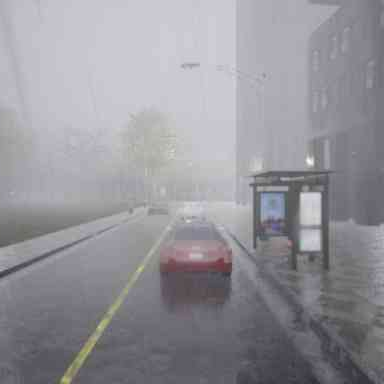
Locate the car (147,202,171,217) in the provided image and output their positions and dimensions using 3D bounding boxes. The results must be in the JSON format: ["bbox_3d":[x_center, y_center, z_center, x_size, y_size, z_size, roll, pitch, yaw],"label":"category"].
[{"bbox_3d":[-3.101,1.625,31.795,1.895,1.301,4.718,0,0,0],"label":"car"}]

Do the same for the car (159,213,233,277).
[{"bbox_3d":[0.097,1.565,10.292,1.994,1.385,4.181,0,0,0],"label":"car"}]

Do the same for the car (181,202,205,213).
[{"bbox_3d":[0.097,1.547,27.624,1.812,1.442,4.674,0,0,0],"label":"car"}]
